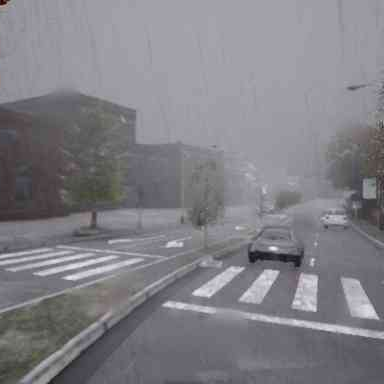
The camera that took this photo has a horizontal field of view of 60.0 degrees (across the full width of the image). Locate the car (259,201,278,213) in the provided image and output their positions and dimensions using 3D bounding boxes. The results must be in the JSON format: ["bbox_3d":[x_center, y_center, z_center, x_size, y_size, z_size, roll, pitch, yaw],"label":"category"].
[{"bbox_3d":[14.622,2.973,65.150,2.435,2.045,5.566,1,0,22],"label":"car"}]

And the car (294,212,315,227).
[{"bbox_3d":[12.589,3.011,37.356,1.837,1.490,4.892,1,0,22],"label":"car"}]

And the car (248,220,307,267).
[{"bbox_3d":[3.568,2.076,13.743,1.994,1.385,4.181,1,-2,19],"label":"car"}]

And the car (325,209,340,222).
[{"bbox_3d":[19.450,3.256,46.228,1.812,1.442,4.674,1,0,21],"label":"car"}]

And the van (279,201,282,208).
[{"bbox_3d":[18.683,3.153,75.376,1.878,1.987,4.442,1,0,22],"label":"van"}]

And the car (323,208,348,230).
[{"bbox_3d":[15.174,2.770,35.233,2.150,2.045,5.566,1,-1,21],"label":"car"}]
